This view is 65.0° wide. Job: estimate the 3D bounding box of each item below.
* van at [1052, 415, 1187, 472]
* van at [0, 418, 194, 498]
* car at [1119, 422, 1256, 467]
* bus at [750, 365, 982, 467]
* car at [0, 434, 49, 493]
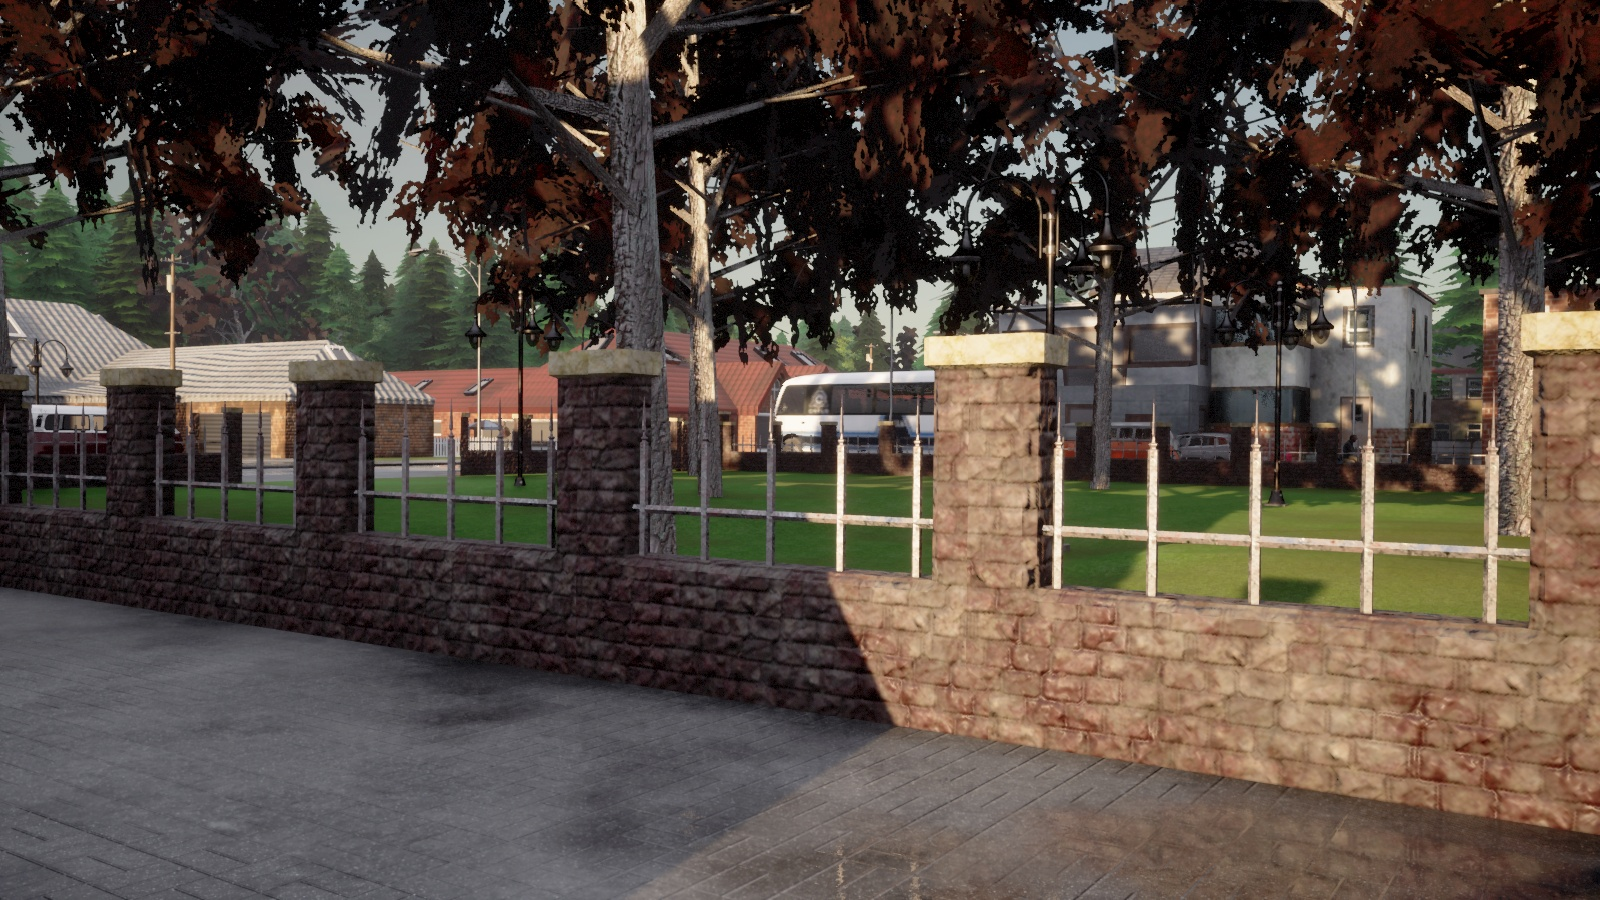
[{"bbox_3d":[11.687,-0.249,45.979,4.442,1.987,1.775,0,1,32],"label":"van"},{"bbox_3d":[-19.401,0.159,34.519,2.069,2.038,4.480,0,1,33],"label":"van"},{"bbox_3d":[14.978,-0.224,48.646,4.611,1.667,2.242,0,1,34],"label":"car"},{"bbox_3d":[2.845,-1.455,57.465,10.273,4.253,3.944,0,1,40],"label":"bus"},{"bbox_3d":[-23.971,0.402,34.934,2.033,1.649,4.856,0,1,34],"label":"car"}]
